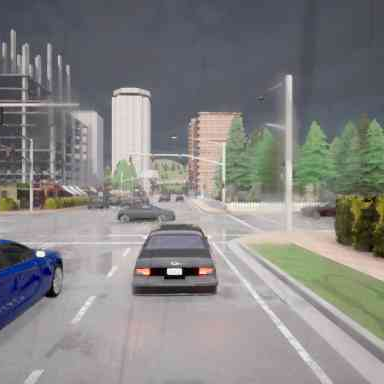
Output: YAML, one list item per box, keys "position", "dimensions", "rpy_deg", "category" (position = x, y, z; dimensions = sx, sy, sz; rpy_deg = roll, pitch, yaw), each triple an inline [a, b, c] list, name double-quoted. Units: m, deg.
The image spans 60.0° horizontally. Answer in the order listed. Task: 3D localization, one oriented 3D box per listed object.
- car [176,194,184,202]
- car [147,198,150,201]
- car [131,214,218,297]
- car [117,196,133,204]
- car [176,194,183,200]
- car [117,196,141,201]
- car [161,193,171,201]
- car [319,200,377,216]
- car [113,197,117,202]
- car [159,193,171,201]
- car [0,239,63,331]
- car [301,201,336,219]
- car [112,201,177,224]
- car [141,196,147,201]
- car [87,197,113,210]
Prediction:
- position: [-2.788, 1.493, 75.621]
  dimensions: [1.837, 1.490, 4.892]
  rpy_deg: [0, 0, -2]
  category: "car"
- position: [-9.449, 1.564, 65.109]
  dimensions: [1.994, 1.385, 4.181]
  rpy_deg: [0, 0, -1]
  category: "car"
- position: [-0.403, 1.547, 8.780]
  dimensions: [2.033, 1.411, 5.357]
  rpy_deg: [0, 0, -2]
  category: "car"
- position: [-12.926, 1.547, 64.373]
  dimensions: [2.033, 1.411, 5.357]
  rpy_deg: [0, 0, -1]
  category: "car"
- position: [-3.119, 1.326, 84.834]
  dimensions: [1.837, 1.490, 4.892]
  rpy_deg: [0, 0, -2]
  category: "car"
- position: [-8.854, 1.564, 46.794]
  dimensions: [1.994, 1.385, 4.181]
  rpy_deg: [0, 0, -2]
  category: "car"
- position: [-6.628, 1.225, 85.020]
  dimensions: [2.150, 2.045, 5.566]
  rpy_deg: [0, 0, -2]
  category: "car"
- position: [14.733, 1.526, 31.643]
  dimensions: [4.674, 1.442, 1.812]
  rpy_deg: [0, 0, -1]
  category: "car"
- position: [-12.604, 1.547, 53.825]
  dimensions: [2.033, 1.411, 5.357]
  rpy_deg: [0, 0, -2]
  category: "car"
- position: [-6.283, 1.355, 75.505]
  dimensions: [2.097, 1.767, 4.553]
  rpy_deg: [0, 0, -2]
  category: "car"
- position: [-3.719, 1.478, 5.488]
  dimensions: [1.882, 1.535, 5.008]
  rpy_deg: [0, 0, -3]
  category: "car"
- position: [11.796, 1.478, 28.131]
  dimensions: [5.008, 1.535, 1.882]
  rpy_deg: [0, 0, -1]
  category: "car"
- position: [-3.320, 1.564, 24.270]
  dimensions: [4.181, 1.385, 1.994]
  rpy_deg: [0, 0, -1]
  category: "car"
- position: [-9.143, 1.564, 55.157]
  dimensions: [1.994, 1.385, 4.181]
  rpy_deg: [0, 0, -2]
  category: "car"
- position: [-12.252, 1.547, 43.787]
  dimensions: [2.033, 1.411, 5.357]
  rpy_deg: [0, 0, -2]
  category: "car"
